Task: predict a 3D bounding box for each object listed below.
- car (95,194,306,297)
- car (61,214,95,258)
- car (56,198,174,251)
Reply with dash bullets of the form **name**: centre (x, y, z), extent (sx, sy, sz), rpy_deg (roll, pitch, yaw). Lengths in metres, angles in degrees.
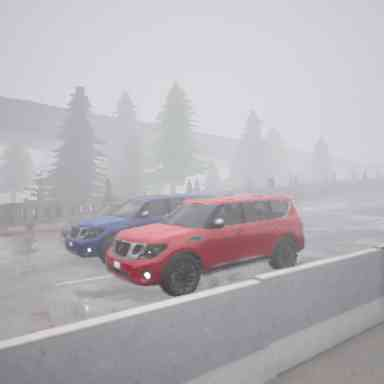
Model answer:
- **car**: centre (0.633, 1.133, 8.741), extent (5.566, 2.045, 2.150), rpy_deg (-2, 1, -35)
- **car**: centre (-1.392, 1.133, 11.597), extent (5.566, 2.045, 2.150), rpy_deg (-2, 1, -35)
- **car**: centre (-3.278, 1.258, 14.549), extent (4.553, 1.767, 2.097), rpy_deg (-2, 1, -35)
